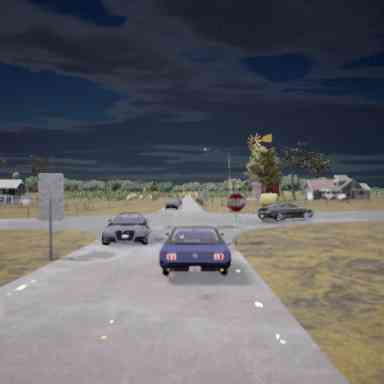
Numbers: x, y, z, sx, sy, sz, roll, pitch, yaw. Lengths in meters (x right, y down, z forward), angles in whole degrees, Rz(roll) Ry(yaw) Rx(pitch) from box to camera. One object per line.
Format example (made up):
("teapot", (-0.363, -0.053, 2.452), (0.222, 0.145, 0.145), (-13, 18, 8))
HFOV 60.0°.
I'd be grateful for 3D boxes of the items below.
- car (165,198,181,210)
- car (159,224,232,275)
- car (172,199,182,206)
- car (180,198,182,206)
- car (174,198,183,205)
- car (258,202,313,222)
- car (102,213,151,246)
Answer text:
("car", (-3.066, 2.055, 50.676), (1.895, 1.301, 4.718), (0, -1, -1))
("car", (0.096, 1.691, 10.672), (1.895, 1.301, 4.718), (0, 0, 0))
("car", (-3.162, 2.203, 70.021), (1.994, 1.385, 4.181), (0, -1, 0))
("car", (-3.121, 2.050, 59.961), (1.837, 1.490, 4.892), (0, -1, 0))
("car", (-3.247, 2.264, 80.287), (1.837, 1.490, 4.892), (0, -1, 0))
("car", (7.718, 1.582, 27.308), (4.892, 1.490, 1.837), (-2, -2, -26))
("car", (-3.006, 1.699, 16.024), (1.994, 1.385, 4.181), (0, -1, -6))
